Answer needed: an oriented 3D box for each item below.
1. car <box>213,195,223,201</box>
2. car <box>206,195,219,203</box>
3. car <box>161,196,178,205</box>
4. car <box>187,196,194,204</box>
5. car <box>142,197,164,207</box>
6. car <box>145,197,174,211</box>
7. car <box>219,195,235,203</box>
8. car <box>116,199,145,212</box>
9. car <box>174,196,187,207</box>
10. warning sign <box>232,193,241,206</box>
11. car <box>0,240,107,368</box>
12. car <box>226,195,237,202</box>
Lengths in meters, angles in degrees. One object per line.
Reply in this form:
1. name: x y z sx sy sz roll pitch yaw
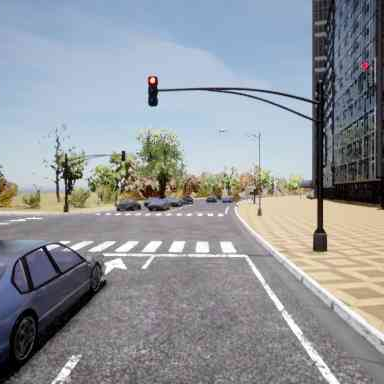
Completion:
1. car: 6.336 1.390 80.514 1.812 1.442 4.674 0 0 14
2. car: 4.214 1.557 70.807 1.994 1.385 4.181 0 0 12
3. car: -4.132 1.550 61.872 2.033 1.411 5.357 0 0 10
4. car: -0.833 1.510 61.865 1.837 1.490 4.892 0 0 10
5. car: -5.874 1.547 51.264 2.033 1.411 5.357 0 0 8
6. car: -3.982 1.547 40.903 2.033 1.411 5.357 0 0 7
7. car: 7.492 1.559 70.085 2.033 1.411 5.357 0 0 12
8. car: -7.469 1.562 39.569 1.994 1.385 4.181 0 0 9
9. car: -2.535 1.549 51.627 2.033 1.411 5.357 0 0 8
10. warning sign: 6.476 1.121 48.236 1.300 1.860 1.060 0 0 8
11. car: -3.035 1.547 5.698 2.033 1.411 5.357 0 0 1
12. car: 9.646 1.543 80.386 2.128 1.511 4.902 0 0 14
